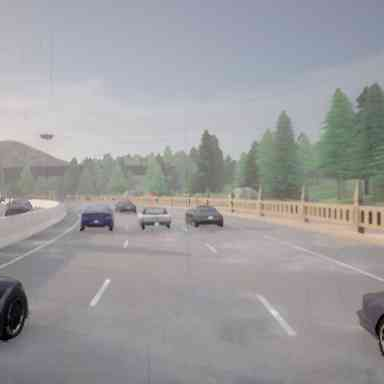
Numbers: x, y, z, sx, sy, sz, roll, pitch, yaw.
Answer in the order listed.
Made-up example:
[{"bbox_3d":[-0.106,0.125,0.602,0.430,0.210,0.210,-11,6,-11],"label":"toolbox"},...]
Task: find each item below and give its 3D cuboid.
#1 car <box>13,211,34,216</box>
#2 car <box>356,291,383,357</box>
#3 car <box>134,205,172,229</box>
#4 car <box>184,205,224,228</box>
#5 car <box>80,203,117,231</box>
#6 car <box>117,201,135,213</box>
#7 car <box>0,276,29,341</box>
[{"bbox_3d":[-17.022,1.512,33.057,2.097,1.767,4.553,0,0,-21],"label":"car"},{"bbox_3d":[3.463,1.539,2.527,2.033,1.411,5.357,0,0,-2],"label":"car"},{"bbox_3d":[-2.624,1.670,22.416,1.895,1.301,4.718,0,0,-13],"label":"car"},{"bbox_3d":[0.746,1.621,23.124,1.994,1.385,4.181,0,0,-13],"label":"car"},{"bbox_3d":[-6.034,1.560,21.546,1.882,1.535,5.008,0,0,-12],"label":"car"},{"bbox_3d":[-7.774,1.698,38.716,1.994,1.385,4.181,0,0,-22],"label":"car"},{"bbox_3d":[-3.670,1.590,3.891,1.994,1.385,4.181,0,0,-2],"label":"car"}]
